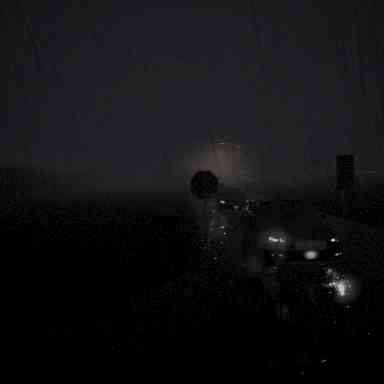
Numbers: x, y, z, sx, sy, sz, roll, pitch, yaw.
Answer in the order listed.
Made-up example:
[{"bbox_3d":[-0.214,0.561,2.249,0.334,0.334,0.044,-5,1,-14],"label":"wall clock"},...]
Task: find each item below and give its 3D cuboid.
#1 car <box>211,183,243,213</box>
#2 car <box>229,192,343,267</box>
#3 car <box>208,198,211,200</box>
[{"bbox_3d":[2.426,0.425,20.789,1.812,1.442,4.674,-2,3,0],"label":"car"},{"bbox_3d":[2.487,0.939,9.422,2.128,1.511,4.902,-2,3,0],"label":"car"},{"bbox_3d":[2.363,-0.117,31.631,1.837,1.490,4.892,-2,3,0],"label":"car"}]
